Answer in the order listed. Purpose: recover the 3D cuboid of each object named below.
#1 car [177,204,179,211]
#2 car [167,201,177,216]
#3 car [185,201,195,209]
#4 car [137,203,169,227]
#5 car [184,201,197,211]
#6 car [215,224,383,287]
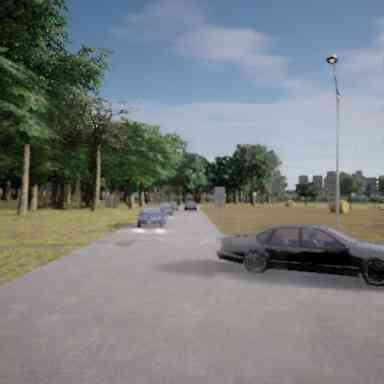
[{"bbox_3d":[-3.103,2.192,51.611,2.128,1.511,4.902,0,-1,0],"label":"car"},{"bbox_3d":[-3.071,2.009,38.291,1.812,1.442,4.674,0,-1,0],"label":"car"},{"bbox_3d":[-0.367,2.492,66.087,1.837,1.490,4.892,0,-1,0],"label":"car"},{"bbox_3d":[-2.965,1.810,25.099,1.812,1.442,4.674,0,-1,-1],"label":"car"},{"bbox_3d":[-0.213,2.303,53.265,1.994,1.385,4.181,0,-1,0],"label":"car"},{"bbox_3d":[3.395,1.653,9.591,5.357,1.411,2.033,-1,-2,28],"label":"car"}]
